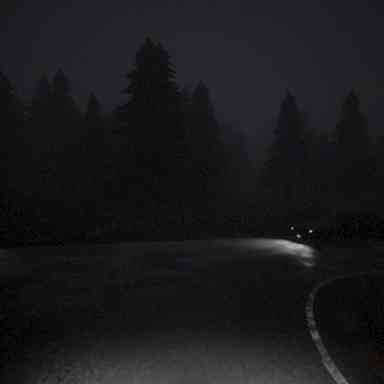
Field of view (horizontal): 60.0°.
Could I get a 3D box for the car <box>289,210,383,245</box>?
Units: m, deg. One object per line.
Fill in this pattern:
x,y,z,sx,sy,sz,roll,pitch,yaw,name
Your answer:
7.343,1.594,15.718,5.357,1.411,2.033,0,0,-16,car
